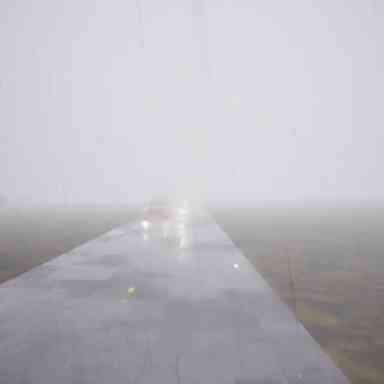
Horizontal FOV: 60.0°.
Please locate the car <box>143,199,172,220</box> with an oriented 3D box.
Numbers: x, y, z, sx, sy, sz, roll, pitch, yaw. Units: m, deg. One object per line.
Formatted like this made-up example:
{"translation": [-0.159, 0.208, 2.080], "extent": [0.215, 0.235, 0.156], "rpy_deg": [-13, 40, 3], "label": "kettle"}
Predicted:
{"translation": [-2.865, 1.367, 28.487], "extent": [2.097, 1.767, 4.553], "rpy_deg": [0, 0, 0], "label": "car"}
